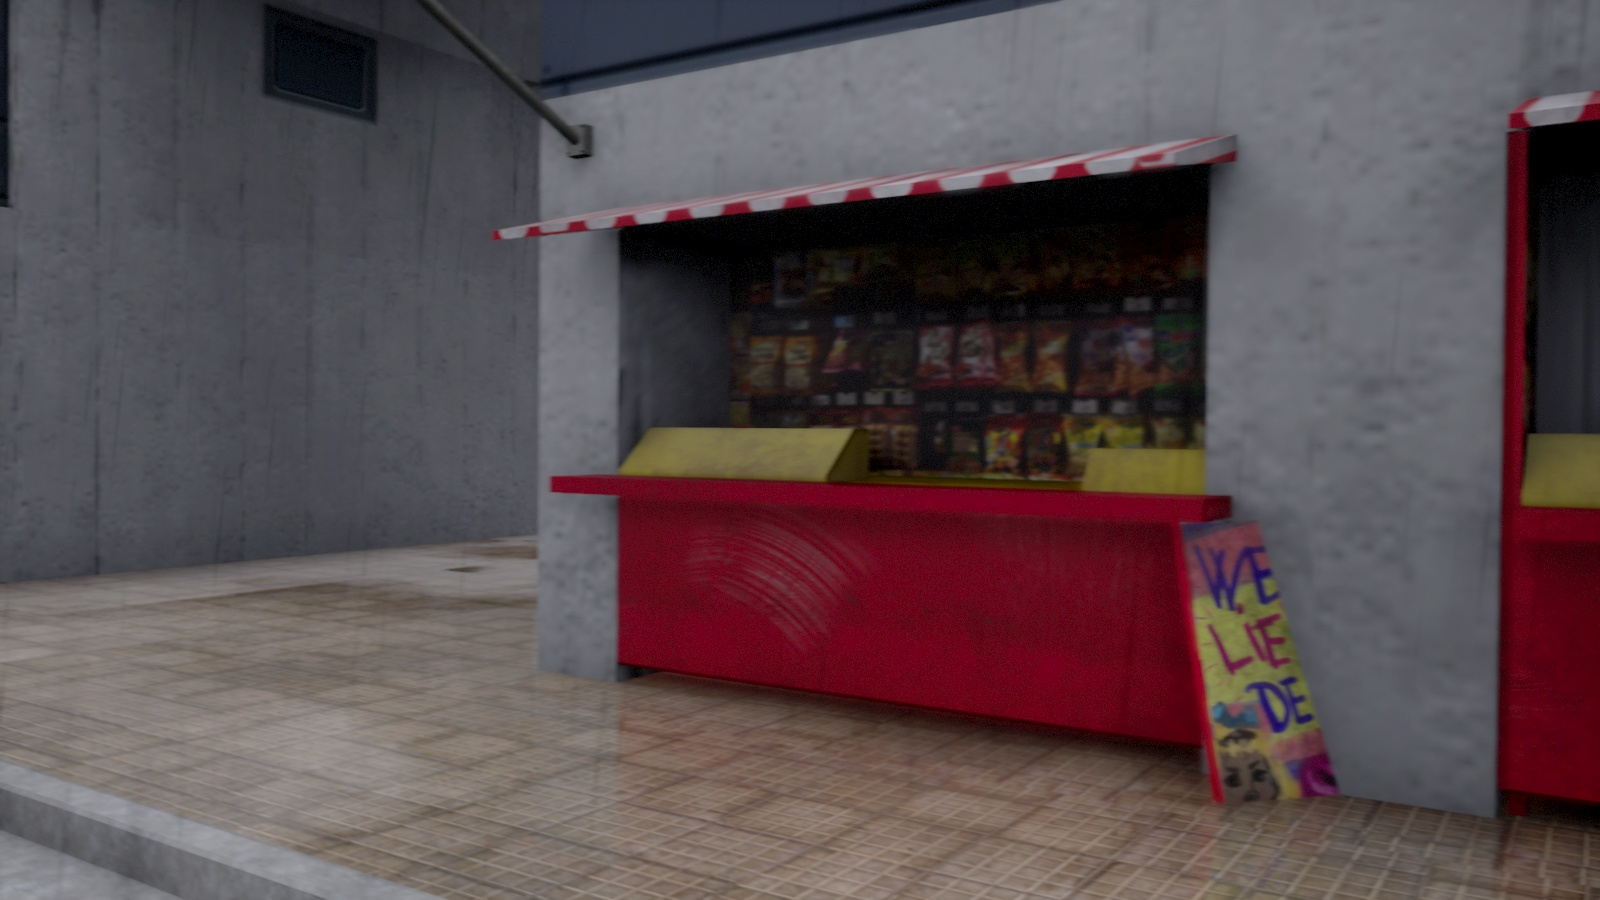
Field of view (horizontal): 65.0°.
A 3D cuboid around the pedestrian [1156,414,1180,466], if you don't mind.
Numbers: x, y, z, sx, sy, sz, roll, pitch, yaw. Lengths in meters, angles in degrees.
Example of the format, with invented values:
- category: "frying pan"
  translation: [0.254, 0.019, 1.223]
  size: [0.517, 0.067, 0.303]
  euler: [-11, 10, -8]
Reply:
- category: "pedestrian"
  translation: [14.045, -0.390, 47.958]
  size: [0.788, 1.949, 0.423]
  euler: [0, 1, 34]
